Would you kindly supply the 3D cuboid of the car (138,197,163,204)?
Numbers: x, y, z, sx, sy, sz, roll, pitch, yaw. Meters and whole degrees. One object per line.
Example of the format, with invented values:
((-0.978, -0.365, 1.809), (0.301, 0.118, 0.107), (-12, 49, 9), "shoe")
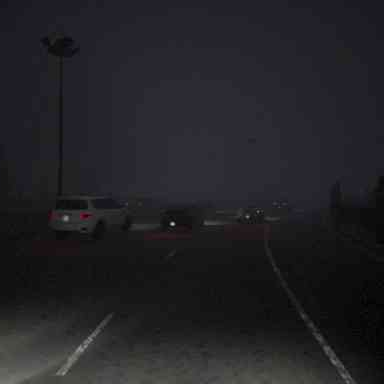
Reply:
((-5.722, 1.409, 38.253), (2.097, 1.767, 4.553), (0, 0, 24), "car")

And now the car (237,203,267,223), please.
((4.684, 1.550, 25.904), (1.812, 1.442, 4.674), (0, -1, 18), "car")

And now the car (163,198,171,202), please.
((-5.323, 1.685, 54.213), (2.033, 1.411, 5.357), (0, 0, 31), "car")

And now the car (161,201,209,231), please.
((-0.486, 1.513, 20.829), (1.837, 1.490, 4.892), (0, 0, 14), "car")

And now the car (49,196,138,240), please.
((-4.961, 1.217, 17.124), (2.150, 2.045, 5.566), (0, 0, 11), "car")

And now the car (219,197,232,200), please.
((5.868, 1.705, 63.933), (2.128, 1.511, 4.902), (0, -1, 39), "car")

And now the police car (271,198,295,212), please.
((11.187, 1.575, 40.441), (2.038, 1.542, 4.974), (0, -1, 29), "police car")

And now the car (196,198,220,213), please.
((1.108, 1.578, 35.990), (1.812, 1.442, 4.674), (0, 0, 23), "car")
